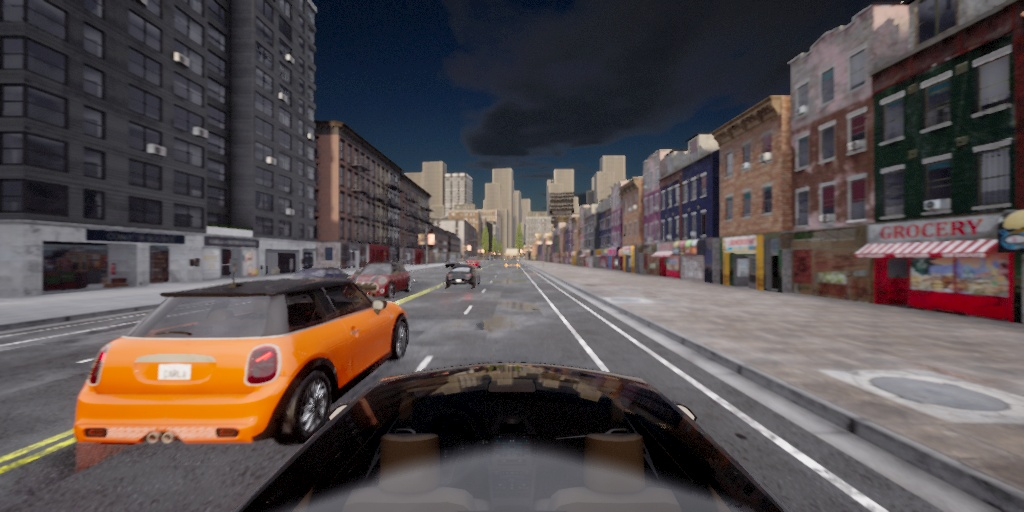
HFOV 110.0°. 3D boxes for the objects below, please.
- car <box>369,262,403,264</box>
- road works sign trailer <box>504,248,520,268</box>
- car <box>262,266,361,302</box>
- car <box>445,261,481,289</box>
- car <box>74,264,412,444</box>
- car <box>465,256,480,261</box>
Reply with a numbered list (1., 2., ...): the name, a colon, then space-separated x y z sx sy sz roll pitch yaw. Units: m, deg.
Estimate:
1. car: -6.598 1.110 18.006 2.097 1.767 4.553 0 0 0
2. road works sign trailer: -0.001 0.314 63.725 2.380 3.560 2.880 0 0 0
3. car: -9.848 1.306 18.260 2.033 1.411 5.357 0 0 0
4. car: -3.151 1.290 23.412 1.812 1.442 4.674 0 0 0
5. car: -3.151 1.102 5.477 2.097 1.767 4.553 0 0 0
6. car: -6.534 1.062 60.209 2.150 2.045 5.566 0 0 1
